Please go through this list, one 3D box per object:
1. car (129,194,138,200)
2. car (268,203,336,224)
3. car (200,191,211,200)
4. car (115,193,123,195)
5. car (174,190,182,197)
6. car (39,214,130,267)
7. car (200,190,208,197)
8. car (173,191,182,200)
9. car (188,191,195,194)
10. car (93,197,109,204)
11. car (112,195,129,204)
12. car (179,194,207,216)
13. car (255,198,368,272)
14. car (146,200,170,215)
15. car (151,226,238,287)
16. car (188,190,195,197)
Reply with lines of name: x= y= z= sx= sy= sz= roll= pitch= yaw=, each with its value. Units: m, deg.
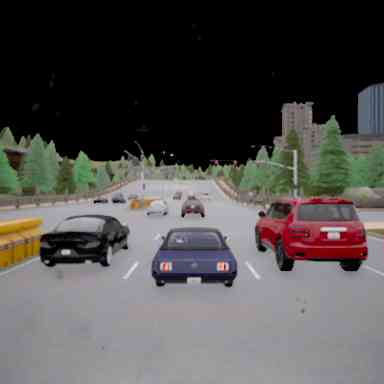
car: x=-14.121 y=1.294 z=79.571 sx=2.033 sy=1.411 sz=5.357 roll=0 pitch=2 yaw=0
car: x=8.597 y=1.587 z=25.804 sx=5.357 sy=1.411 sz=2.033 roll=0 pitch=0 yaw=-31
car: x=3.372 y=0.917 z=80.935 sx=2.150 sy=2.045 sz=5.566 roll=0 pitch=3 yaw=0
car: x=-17.620 y=1.108 z=79.466 sx=2.097 sy=1.767 sz=4.553 roll=0 pitch=2 yaw=0
car: x=-3.689 y=0.435 z=91.318 sx=2.033 sy=1.411 sz=5.357 roll=0 pitch=7 yaw=0
car: x=-3.426 y=1.495 z=11.546 sx=1.882 sy=1.535 sz=5.008 roll=0 pitch=0 yaw=0
car: x=3.311 y=0.487 z=91.395 sx=1.895 sy=1.301 sz=4.718 roll=0 pitch=7 yaw=0
car: x=-3.630 y=1.195 z=81.297 sx=2.128 sy=1.511 sz=4.902 roll=0 pitch=3 yaw=0
car: x=-0.130 y=1.195 z=81.317 sx=2.128 sy=1.511 sz=4.902 roll=0 pitch=3 yaw=0
car: x=-17.540 y=1.699 z=63.987 sx=1.895 sy=1.301 sz=4.718 roll=0 pitch=0 yaw=0
car: x=-14.048 y=1.699 z=64.101 sx=1.895 sy=1.301 sz=4.718 roll=0 pitch=0 yaw=0
car: x=0.083 y=1.402 z=32.690 sx=2.097 sy=1.767 sz=4.553 roll=0 pitch=0 yaw=0
car: x=3.569 y=1.231 z=11.014 sx=2.150 sy=2.045 sz=5.566 roll=0 pitch=-1 yaw=0
car: x=-3.415 y=1.577 z=33.980 sx=1.812 sy=1.442 sz=4.674 roll=0 pitch=0 yaw=0
car: x=0.065 y=1.615 z=9.321 sx=1.895 sy=1.301 sz=4.718 roll=0 pitch=0 yaw=0
car: x=-0.189 y=0.420 z=91.336 sx=1.812 sy=1.442 sz=4.674 roll=0 pitch=7 yaw=0
